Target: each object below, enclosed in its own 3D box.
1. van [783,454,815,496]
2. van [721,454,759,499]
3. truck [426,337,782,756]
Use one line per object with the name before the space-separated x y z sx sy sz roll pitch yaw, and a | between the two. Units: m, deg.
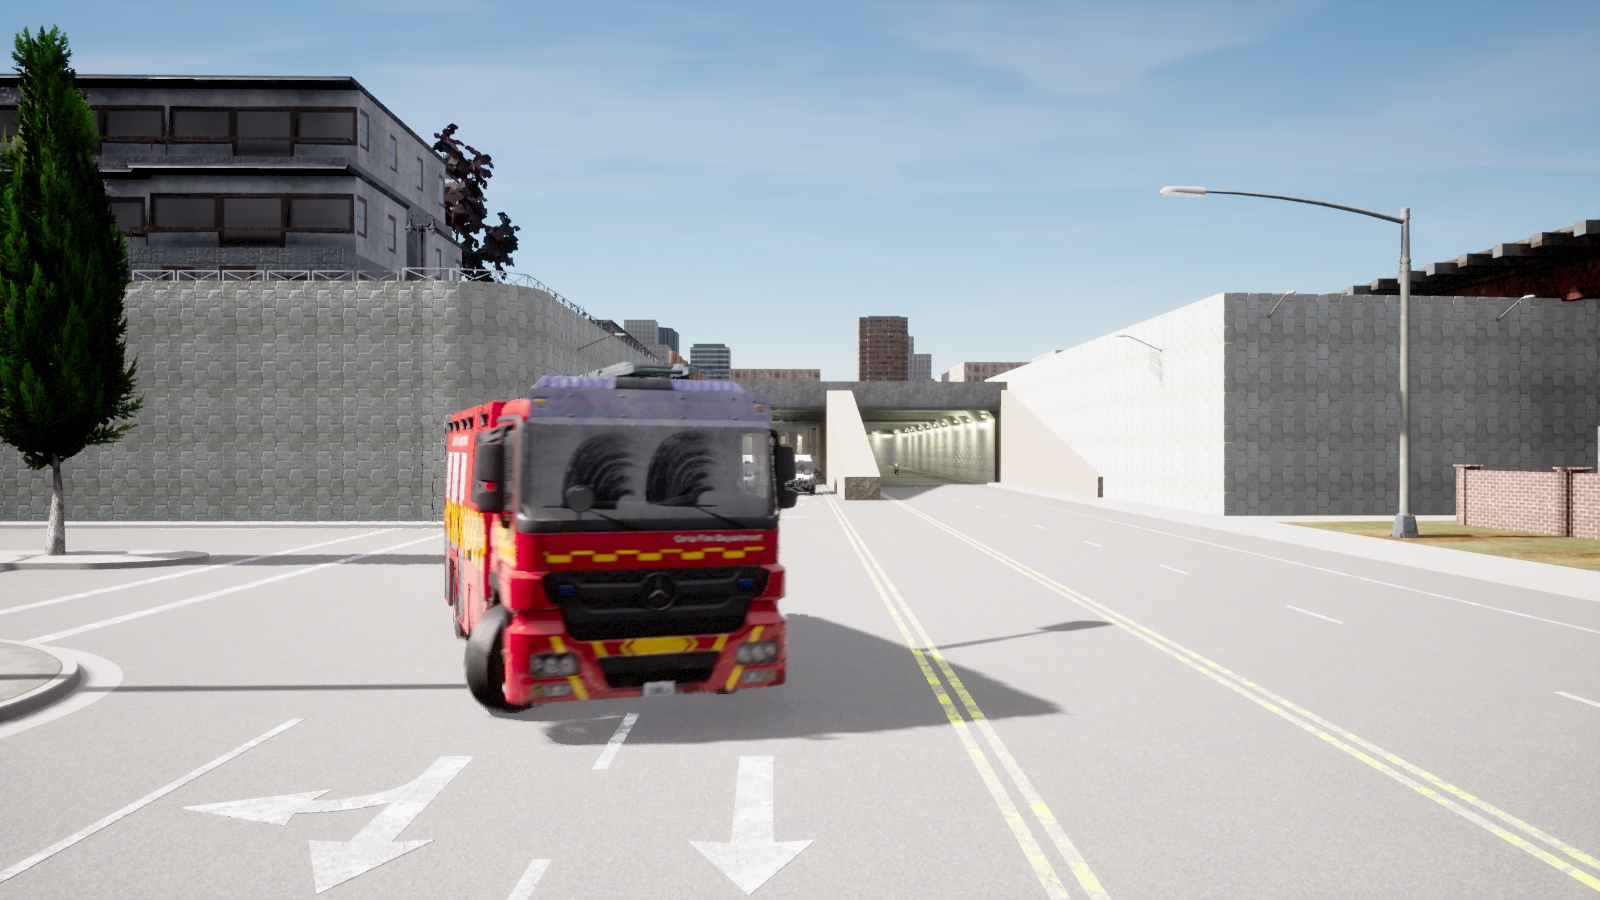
van | -0.056 1.534 72.948 1.988 2.561 5.915 0 0 0
van | -3.554 1.534 68.953 1.988 2.561 5.915 0 0 0
truck | -3.087 0.890 14.906 2.891 3.827 8.468 0 0 -21
